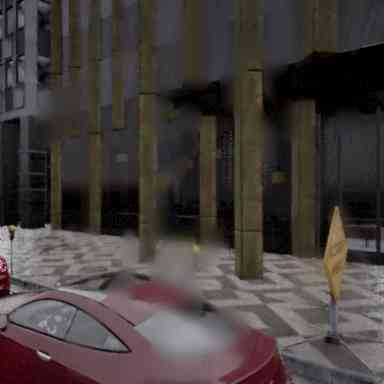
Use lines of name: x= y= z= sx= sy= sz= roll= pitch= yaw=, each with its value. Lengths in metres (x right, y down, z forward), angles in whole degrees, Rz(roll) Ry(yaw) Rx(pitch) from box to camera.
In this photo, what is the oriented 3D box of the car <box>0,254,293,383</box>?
car: x=-1.051 y=1.589 z=3.710 sx=4.206 sy=1.307 sz=1.802 roll=0 pitch=0 yaw=35
